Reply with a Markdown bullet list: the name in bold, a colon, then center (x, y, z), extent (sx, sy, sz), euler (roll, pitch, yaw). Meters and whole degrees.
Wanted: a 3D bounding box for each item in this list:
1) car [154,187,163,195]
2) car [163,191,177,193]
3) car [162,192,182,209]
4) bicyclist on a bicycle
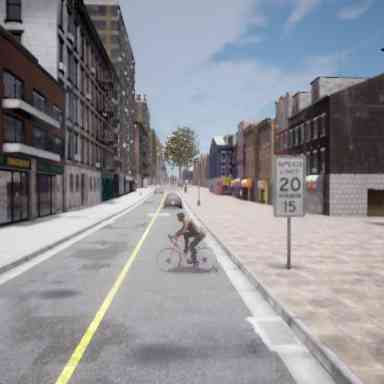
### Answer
- **car**: center (-6.937, -0.237, 69.158), extent (1.812, 1.442, 4.674), euler (0, 3, -4)
- **car**: center (-2.852, 0.599, 48.407), extent (1.882, 1.535, 5.008), euler (0, 2, -3)
- **car**: center (-2.098, 1.042, 36.576), extent (1.994, 1.385, 4.181), euler (0, 1, -4)
- **bicyclist on a bicycle**: center (-0.140, 1.367, 8.985), extent (1.656, 1.620, 0.582), euler (0, 1, -4)
